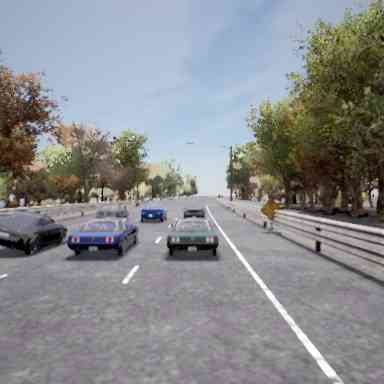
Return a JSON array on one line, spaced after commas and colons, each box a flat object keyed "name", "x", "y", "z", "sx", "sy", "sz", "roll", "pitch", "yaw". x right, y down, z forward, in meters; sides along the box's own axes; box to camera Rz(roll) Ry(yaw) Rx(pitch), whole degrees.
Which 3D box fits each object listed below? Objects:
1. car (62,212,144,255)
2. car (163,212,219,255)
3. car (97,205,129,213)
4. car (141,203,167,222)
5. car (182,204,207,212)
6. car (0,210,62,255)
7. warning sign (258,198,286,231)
[{"name": "car", "x": -3.457, "y": 1.734, "z": 13.937, "sx": 1.895, "sy": 1.301, "sz": 4.718, "roll": 0, "pitch": 0, "yaw": 0}, {"name": "car", "x": 0.043, "y": 1.734, "z": 13.912, "sx": 1.895, "sy": 1.301, "sz": 4.718, "roll": 0, "pitch": 0, "yaw": 1}, {"name": "car", "x": -6.790, "y": 1.816, "z": 28.833, "sx": 2.033, "sy": 1.411, "sz": 5.357, "roll": 0, "pitch": 0, "yaw": 1}, {"name": "car", "x": -3.275, "y": 1.749, "z": 29.263, "sx": 1.882, "sy": 1.535, "sz": 5.008, "roll": 0, "pitch": 0, "yaw": 1}, {"name": "car", "x": 0.218, "y": 1.776, "z": 29.023, "sx": 1.837, "sy": 1.490, "sz": 4.892, "roll": 0, "pitch": 0, "yaw": 1}, {"name": "car", "x": -6.837, "y": 1.542, "z": 14.185, "sx": 1.994, "sy": 1.385, "sz": 4.181, "roll": 14, "pitch": 0, "yaw": 1}, {"name": "warning sign", "x": 4.615, "y": 1.297, "z": 19.313, "sx": 1.300, "sy": 1.860, "sz": 1.060, "roll": -1, "pitch": -2, "yaw": 1}]
